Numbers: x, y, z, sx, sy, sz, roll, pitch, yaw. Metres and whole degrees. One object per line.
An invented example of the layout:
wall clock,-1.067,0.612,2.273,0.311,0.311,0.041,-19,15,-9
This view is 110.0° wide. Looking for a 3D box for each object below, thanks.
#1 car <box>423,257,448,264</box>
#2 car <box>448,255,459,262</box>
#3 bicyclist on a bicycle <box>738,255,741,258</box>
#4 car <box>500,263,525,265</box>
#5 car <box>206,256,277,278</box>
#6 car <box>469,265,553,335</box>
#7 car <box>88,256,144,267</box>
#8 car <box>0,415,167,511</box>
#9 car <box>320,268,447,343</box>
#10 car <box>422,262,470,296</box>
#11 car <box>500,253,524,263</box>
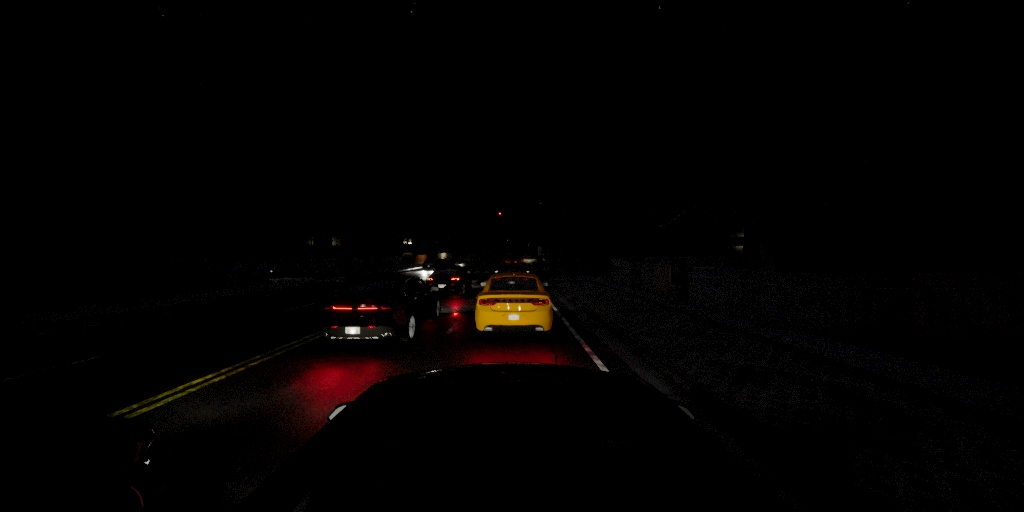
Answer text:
car,-9.919,0.932,45.183,2.128,1.511,4.902,0,1,0
car,-9.932,0.894,55.175,1.994,1.385,4.181,0,1,0
bicyclist on a bicycle,18.405,0.782,28.817,0.582,1.620,1.656,0,0,-2
car,0.008,1.247,19.388,1.994,1.385,4.181,0,0,1
car,-23.643,0.992,31.204,5.566,2.045,2.150,0,1,2
car,0.062,1.209,10.499,1.882,1.535,5.008,0,0,0
car,-34.462,1.060,31.812,5.566,2.045,2.150,0,1,4
car,-3.149,1.228,0.205,1.882,1.535,5.008,0,0,0
car,-3.190,1.239,9.615,1.837,1.490,4.892,0,0,0
car,-3.248,1.212,18.924,1.812,1.442,4.674,0,0,1
car,-0.002,0.702,41.082,2.150,2.045,5.566,-1,1,-9
